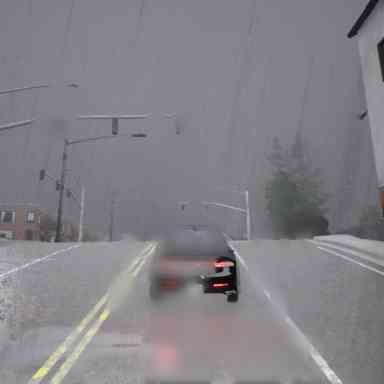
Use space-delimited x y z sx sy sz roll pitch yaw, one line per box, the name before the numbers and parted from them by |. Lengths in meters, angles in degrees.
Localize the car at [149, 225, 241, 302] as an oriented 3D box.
car | 0.071 1.595 8.511 2.128 1.511 4.902 0 -1 0
